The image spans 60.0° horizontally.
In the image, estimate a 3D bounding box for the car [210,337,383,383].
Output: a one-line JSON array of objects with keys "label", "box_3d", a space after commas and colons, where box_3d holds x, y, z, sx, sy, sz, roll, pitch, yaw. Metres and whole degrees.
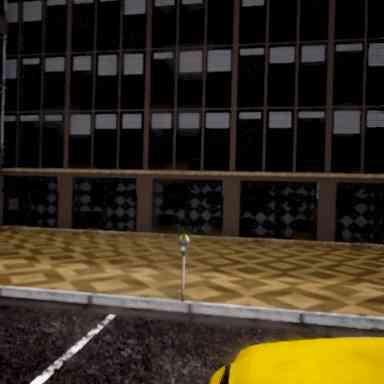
[{"label": "car", "box_3d": [2.720, 1.532, 2.108, 5.366, 1.575, 1.801, 2, 0, 10]}]
